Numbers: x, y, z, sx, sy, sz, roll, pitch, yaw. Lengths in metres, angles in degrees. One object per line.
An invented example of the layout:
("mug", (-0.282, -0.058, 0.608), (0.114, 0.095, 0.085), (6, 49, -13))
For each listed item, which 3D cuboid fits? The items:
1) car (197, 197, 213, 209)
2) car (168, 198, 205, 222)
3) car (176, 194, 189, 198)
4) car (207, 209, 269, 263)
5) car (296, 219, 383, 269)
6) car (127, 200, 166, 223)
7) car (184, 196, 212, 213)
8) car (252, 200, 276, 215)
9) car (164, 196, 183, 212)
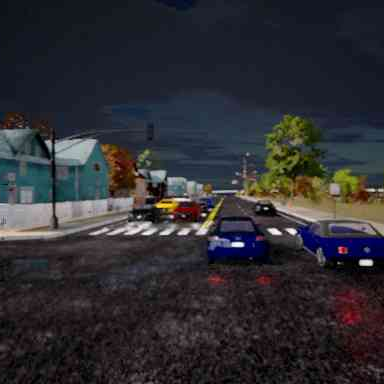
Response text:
("car", (1.871, 1.491, 47.163), (1.882, 1.535, 5.008), (-1, 0, 6))
("car", (-0.312, 1.499, 26.997), (1.882, 1.535, 5.008), (-1, 0, 7))
("car", (-1.420, 1.283, 46.972), (2.150, 2.045, 5.566), (-1, 0, 6))
("car", (1.576, 1.545, 11.943), (1.994, 1.385, 4.181), (-1, 0, 6))
("car", (4.725, 1.534, 10.795), (1.895, 1.301, 4.718), (-1, 0, 6))
("car", (-3.664, 1.635, 26.222), (1.994, 1.385, 4.181), (-1, 0, 6))
("car", (0.727, 1.508, 36.860), (2.128, 1.511, 4.902), (-1, 0, 6))
("car", (6.974, 1.481, 32.429), (1.994, 1.385, 4.181), (-1, 0, 6))
("car", (-2.588, 1.543, 36.403), (1.882, 1.535, 5.008), (-1, 0, 6))
